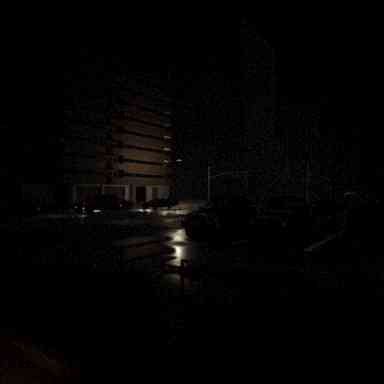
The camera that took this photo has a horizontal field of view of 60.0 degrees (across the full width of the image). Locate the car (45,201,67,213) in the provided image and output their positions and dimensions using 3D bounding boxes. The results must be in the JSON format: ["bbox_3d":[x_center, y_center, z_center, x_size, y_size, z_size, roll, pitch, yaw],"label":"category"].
[{"bbox_3d":[-15.364,1.601,35.121,1.895,1.301,4.718,0,0,34],"label":"car"}]

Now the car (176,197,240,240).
[{"bbox_3d":[1.507,1.153,16.027,1.932,1.855,4.605,0,0,34],"label":"car"}]

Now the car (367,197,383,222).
[{"bbox_3d":[15.898,1.395,27.316,1.970,1.475,3.806,0,0,34],"label":"car"}]

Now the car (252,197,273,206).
[{"bbox_3d":[12.051,1.526,56.779,1.812,1.442,4.674,0,0,34],"label":"car"}]

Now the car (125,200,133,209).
[{"bbox_3d":[-9.990,1.547,43.126,2.033,1.411,5.357,0,0,34],"label":"car"}]

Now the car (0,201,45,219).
[{"bbox_3d":[-15.447,1.564,28.718,1.994,1.385,4.181,0,0,34],"label":"car"}]

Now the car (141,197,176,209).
[{"bbox_3d":[-4.535,1.547,44.957,2.033,1.411,5.357,0,0,34],"label":"car"}]

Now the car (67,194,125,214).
[{"bbox_3d":[-10.343,1.222,36.319,2.150,2.045,5.566,0,0,34],"label":"car"}]

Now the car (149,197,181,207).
[{"bbox_3d":[-4.159,1.547,51.743,2.033,1.411,5.357,0,0,35],"label":"car"}]

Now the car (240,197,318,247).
[{"bbox_3d":[3.874,1.156,14.361,1.905,1.878,3.866,0,0,34],"label":"car"}]
